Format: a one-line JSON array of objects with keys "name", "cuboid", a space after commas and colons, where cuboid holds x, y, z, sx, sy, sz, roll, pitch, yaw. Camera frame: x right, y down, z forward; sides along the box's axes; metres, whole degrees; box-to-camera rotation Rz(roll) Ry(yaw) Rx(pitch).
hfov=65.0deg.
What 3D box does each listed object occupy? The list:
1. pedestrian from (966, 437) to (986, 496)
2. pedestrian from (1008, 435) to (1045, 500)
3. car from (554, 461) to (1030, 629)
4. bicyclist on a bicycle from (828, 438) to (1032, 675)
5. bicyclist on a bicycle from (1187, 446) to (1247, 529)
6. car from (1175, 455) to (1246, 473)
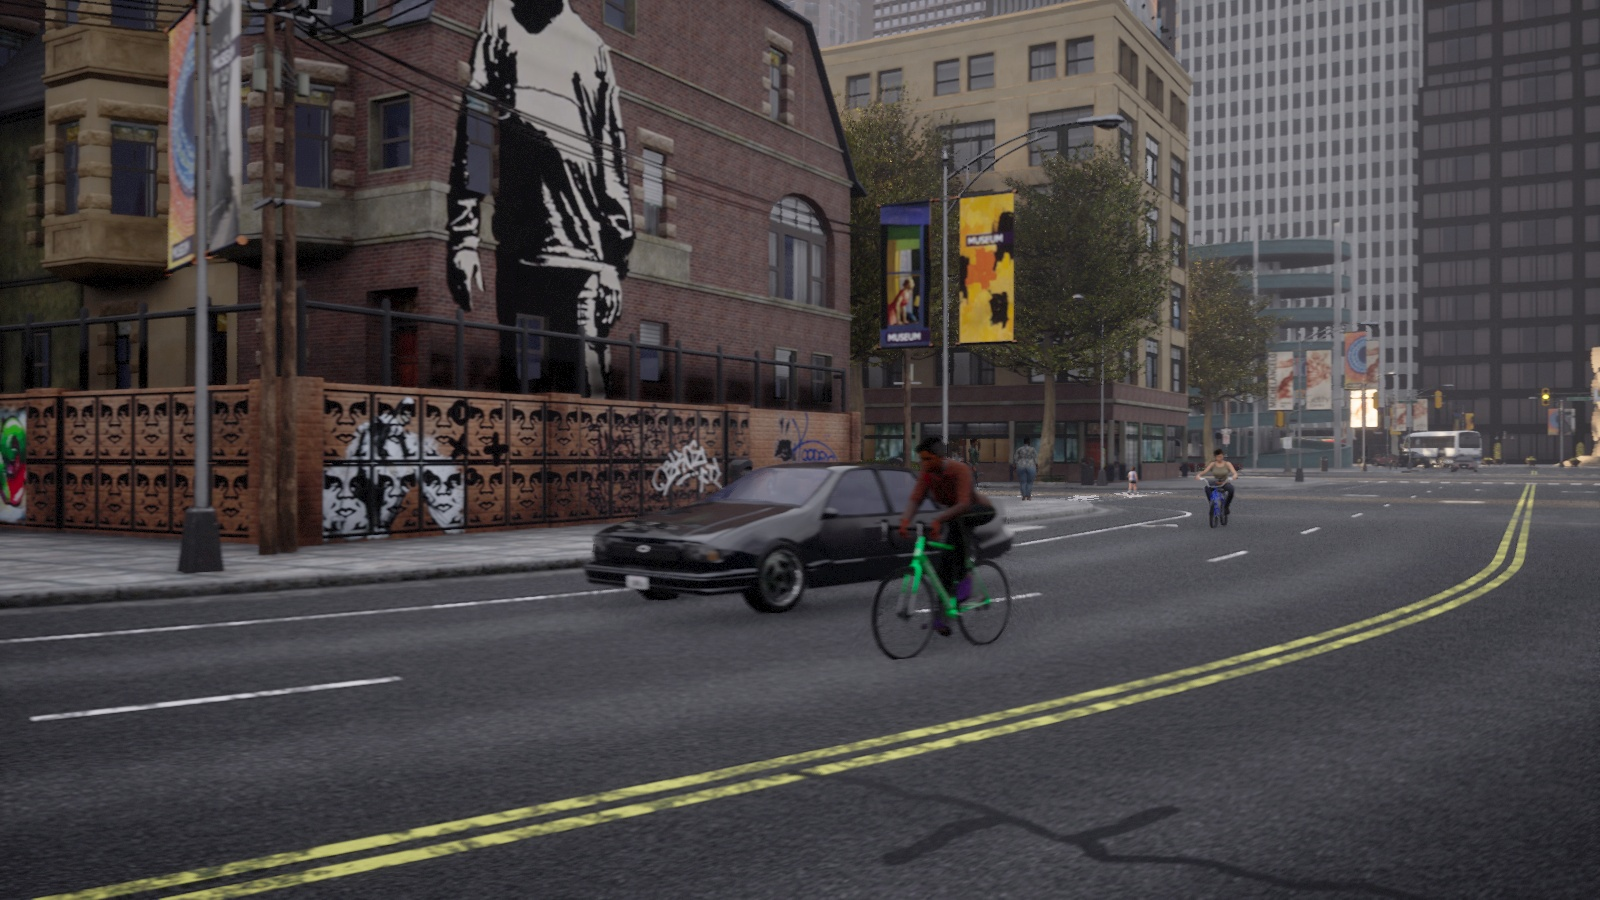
[{"name": "pedestrian", "cuboid": [5.503, 0.512, 39.294, 0.614, 1.847, 0.353, 0, 0, 8]}, {"name": "pedestrian", "cuboid": [6.541, 0.500, 36.240, 0.874, 1.855, 0.900, 0, 0, 21]}, {"name": "car", "cuboid": [0.168, 0.835, 13.455, 2.033, 1.411, 5.357, 0, 0, 42]}, {"name": "bicyclist on a bicycle", "cuboid": [1.000, 0.725, 9.379, 1.656, 1.620, 0.582, 0, 0, -45]}, {"name": "bicyclist on a bicycle", "cuboid": [8.465, 0.740, 25.453, 0.866, 1.612, 1.509, 0, 0, 30]}, {"name": "car", "cuboid": [30.545, 1.063, 93.555, 4.718, 1.301, 1.895, 0, 0, 30]}]
